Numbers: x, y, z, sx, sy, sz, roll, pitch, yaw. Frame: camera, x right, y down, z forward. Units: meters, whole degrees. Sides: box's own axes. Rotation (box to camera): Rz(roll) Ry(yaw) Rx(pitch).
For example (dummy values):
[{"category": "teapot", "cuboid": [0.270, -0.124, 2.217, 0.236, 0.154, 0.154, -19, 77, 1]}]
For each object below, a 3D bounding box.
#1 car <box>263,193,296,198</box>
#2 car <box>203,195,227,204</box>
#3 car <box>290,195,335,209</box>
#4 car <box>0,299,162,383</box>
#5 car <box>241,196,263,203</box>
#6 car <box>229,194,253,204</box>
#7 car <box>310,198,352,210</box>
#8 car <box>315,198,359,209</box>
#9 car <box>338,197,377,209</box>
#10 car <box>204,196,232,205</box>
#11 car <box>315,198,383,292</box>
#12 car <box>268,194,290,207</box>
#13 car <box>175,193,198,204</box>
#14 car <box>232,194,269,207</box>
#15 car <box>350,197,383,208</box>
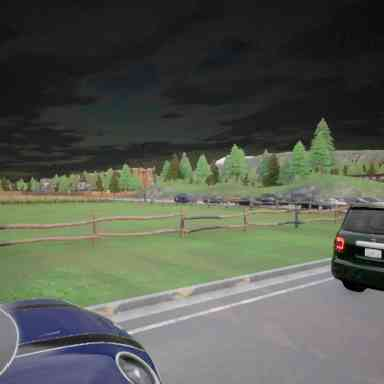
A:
[{"category": "car", "cuboid": [13.670, 1.224, 54.741, 2.150, 2.045, 5.566, 0, 0, -36]}, {"category": "car", "cuboid": [4.596, 1.478, 67.211, 1.882, 1.535, 5.008, 0, 0, -36]}, {"category": "car", "cuboid": [15.053, 1.505, 41.020, 1.837, 1.490, 4.892, 0, 0, -36]}, {"category": "car", "cuboid": [-2.384, 1.352, 2.040, 4.553, 1.767, 2.097, 0, 0, -36]}, {"category": "car", "cuboid": [12.317, 1.563, 68.568, 1.994, 1.385, 4.181, 0, 0, -36]}, {"category": "car", "cuboid": [9.755, 1.351, 66.091, 2.097, 1.767, 4.553, 0, 0, -36]}, {"category": "car", "cuboid": [17.921, 1.526, 43.028, 1.812, 1.442, 4.674, 0, 0, -36]}, {"category": "car", "cuboid": [20.010, 1.547, 46.095, 2.033, 1.411, 5.357, 0, 0, -36]}, {"category": "car", "cuboid": [23.479, 1.526, 47.286, 1.812, 1.442, 4.674, 0, 0, -37]}, {"category": "car", "cuboid": [4.476, 1.546, 61.387, 2.033, 1.411, 5.357, 0, 0, -36]}, {"category": "car", "cuboid": [5.510, 1.221, 7.701, 5.566, 2.045, 2.150, 0, 0, -36]}, {"category": "car", "cuboid": [11.962, 1.478, 51.147, 1.882, 1.535, 5.008, 0, 0, -36]}, {"category": "car", "cuboid": [-1.163, 1.223, 63.222, 2.150, 2.045, 5.566, 0, 0, -36]}, {"category": "car", "cuboid": [8.684, 1.506, 49.699, 1.837, 1.490, 4.892, 0, 0, -36]}, {"category": "car", "cuboid": [26.500, 1.547, 49.087, 2.033, 1.411, 5.357, 0, 0, -36]}]
